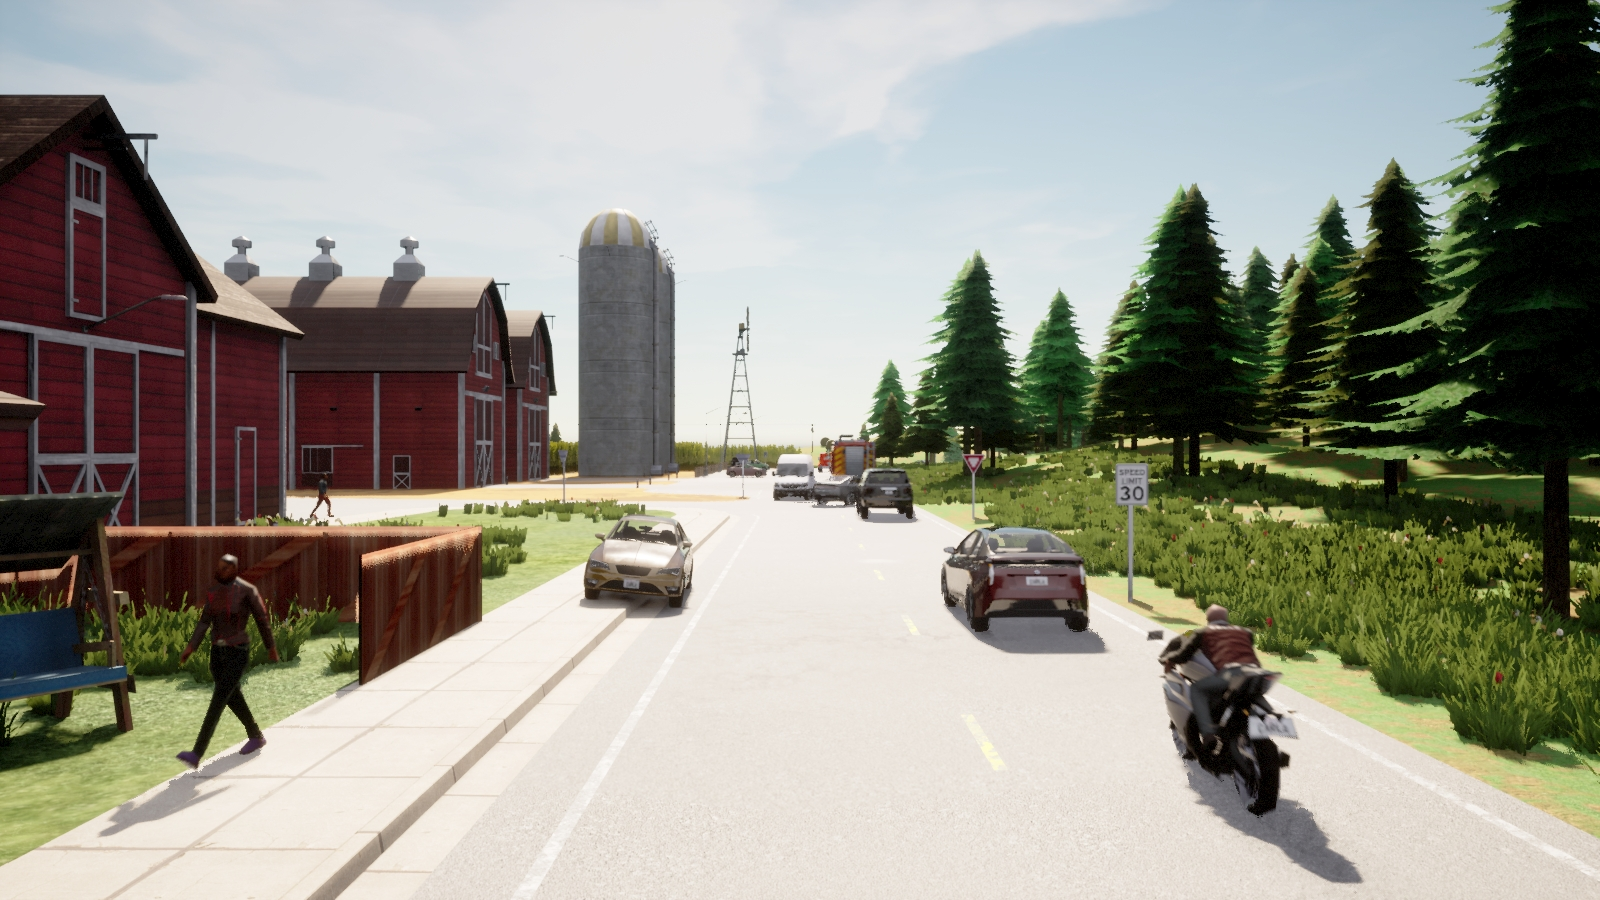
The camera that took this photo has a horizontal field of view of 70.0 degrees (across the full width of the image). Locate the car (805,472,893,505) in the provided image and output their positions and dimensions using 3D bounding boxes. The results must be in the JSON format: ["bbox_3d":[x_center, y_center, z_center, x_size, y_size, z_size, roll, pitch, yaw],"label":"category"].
[{"bbox_3d":[2.538,1.901,57.751,2.128,1.511,4.902,0,0,36],"label":"car"}]

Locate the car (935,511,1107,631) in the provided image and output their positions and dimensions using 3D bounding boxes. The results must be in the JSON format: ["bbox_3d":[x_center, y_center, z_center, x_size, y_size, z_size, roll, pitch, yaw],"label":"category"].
[{"bbox_3d":[3.521,1.900,19.088,2.007,1.525,4.514,0,0,0],"label":"car"}]

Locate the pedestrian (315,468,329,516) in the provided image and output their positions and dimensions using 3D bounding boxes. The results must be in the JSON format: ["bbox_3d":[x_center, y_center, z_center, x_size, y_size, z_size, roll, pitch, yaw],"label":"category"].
[{"bbox_3d":[-18.519,1.616,44.274,0.375,1.860,0.375,0,0,0],"label":"pedestrian"}]

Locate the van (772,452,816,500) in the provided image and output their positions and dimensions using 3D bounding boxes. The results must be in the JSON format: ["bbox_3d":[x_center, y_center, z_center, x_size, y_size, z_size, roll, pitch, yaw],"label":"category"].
[{"bbox_3d":[-0.292,1.394,64.852,1.988,2.561,5.915,0,0,5],"label":"van"}]

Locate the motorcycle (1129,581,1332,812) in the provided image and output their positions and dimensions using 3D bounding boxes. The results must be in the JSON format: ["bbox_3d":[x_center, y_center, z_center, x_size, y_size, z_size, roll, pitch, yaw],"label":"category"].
[{"bbox_3d":[3.521,1.961,9.603,0.867,1.460,2.209,0,0,0],"label":"motorcycle"}]

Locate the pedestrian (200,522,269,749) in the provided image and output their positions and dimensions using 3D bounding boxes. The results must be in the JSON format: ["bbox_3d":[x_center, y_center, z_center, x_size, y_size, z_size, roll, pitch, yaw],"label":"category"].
[{"bbox_3d":[-4.798,1.555,9.704,0.375,1.860,0.375,0,0,11],"label":"pedestrian"}]

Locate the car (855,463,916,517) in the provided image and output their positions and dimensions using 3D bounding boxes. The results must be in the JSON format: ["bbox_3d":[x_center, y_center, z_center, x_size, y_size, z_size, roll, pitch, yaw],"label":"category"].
[{"bbox_3d":[3.548,1.632,48.455,2.150,2.045,5.566,0,0,0],"label":"car"}]
